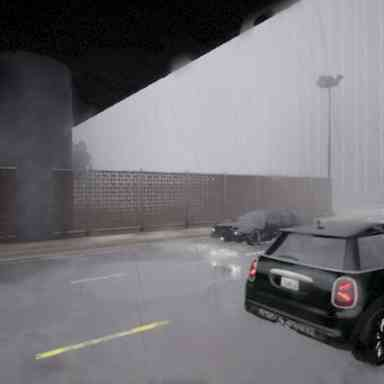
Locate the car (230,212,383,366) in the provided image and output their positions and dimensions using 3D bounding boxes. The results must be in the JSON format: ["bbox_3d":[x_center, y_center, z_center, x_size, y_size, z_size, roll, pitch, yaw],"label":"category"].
[{"bbox_3d":[3.135,1.319,5.994,4.553,1.767,2.097,0,0,-35],"label":"car"}]

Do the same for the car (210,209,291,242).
[{"bbox_3d":[3.373,1.487,14.978,5.357,1.411,2.033,0,0,-35],"label":"car"}]
